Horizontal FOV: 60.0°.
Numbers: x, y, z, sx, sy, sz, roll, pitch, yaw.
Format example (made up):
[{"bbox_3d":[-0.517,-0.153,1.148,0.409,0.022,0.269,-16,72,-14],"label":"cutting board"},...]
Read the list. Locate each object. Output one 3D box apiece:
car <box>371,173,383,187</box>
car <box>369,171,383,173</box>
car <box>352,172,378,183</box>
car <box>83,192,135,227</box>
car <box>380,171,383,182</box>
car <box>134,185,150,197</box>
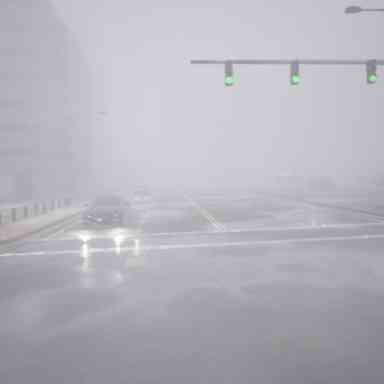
[{"bbox_3d":[24.065,-1.311,40.282,1.970,1.475,3.806,-2,3,-4],"label":"car"},{"bbox_3d":[31.513,-2.322,55.986,1.784,1.438,3.905,-2,3,-4],"label":"car"},{"bbox_3d":[28.630,-2.181,55.766,1.970,1.475,3.806,-2,3,-4],"label":"car"},{"bbox_3d":[-4.343,0.886,17.390,1.837,1.490,4.892,-2,3,-4],"label":"car"},{"bbox_3d":[34.176,-2.636,56.232,1.932,1.855,4.605,-2,3,-4],"label":"car"},{"bbox_3d":[-6.427,-0.227,42.816,2.033,1.411,5.357,-2,3,-5],"label":"car"}]
